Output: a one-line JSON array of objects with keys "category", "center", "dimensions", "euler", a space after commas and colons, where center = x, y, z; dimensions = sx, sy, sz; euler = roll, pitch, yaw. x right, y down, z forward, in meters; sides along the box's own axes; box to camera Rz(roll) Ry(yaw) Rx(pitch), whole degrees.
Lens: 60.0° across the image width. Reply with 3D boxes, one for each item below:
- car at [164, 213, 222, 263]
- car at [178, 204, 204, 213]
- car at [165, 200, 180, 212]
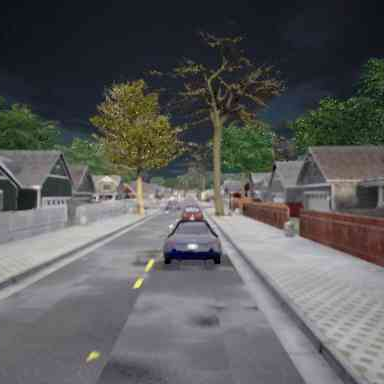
[{"category": "car", "center": [0.037, 1.731, 12.639], "dimensions": [1.994, 1.385, 4.181], "euler": [0, -1, 1]}, {"category": "car", "center": [0.031, 1.894, 28.023], "dimensions": [1.812, 1.442, 4.674], "euler": [0, 0, 1]}, {"category": "car", "center": [-2.829, 2.008, 50.220], "dimensions": [2.097, 1.767, 4.553], "euler": [0, -1, 0]}]
